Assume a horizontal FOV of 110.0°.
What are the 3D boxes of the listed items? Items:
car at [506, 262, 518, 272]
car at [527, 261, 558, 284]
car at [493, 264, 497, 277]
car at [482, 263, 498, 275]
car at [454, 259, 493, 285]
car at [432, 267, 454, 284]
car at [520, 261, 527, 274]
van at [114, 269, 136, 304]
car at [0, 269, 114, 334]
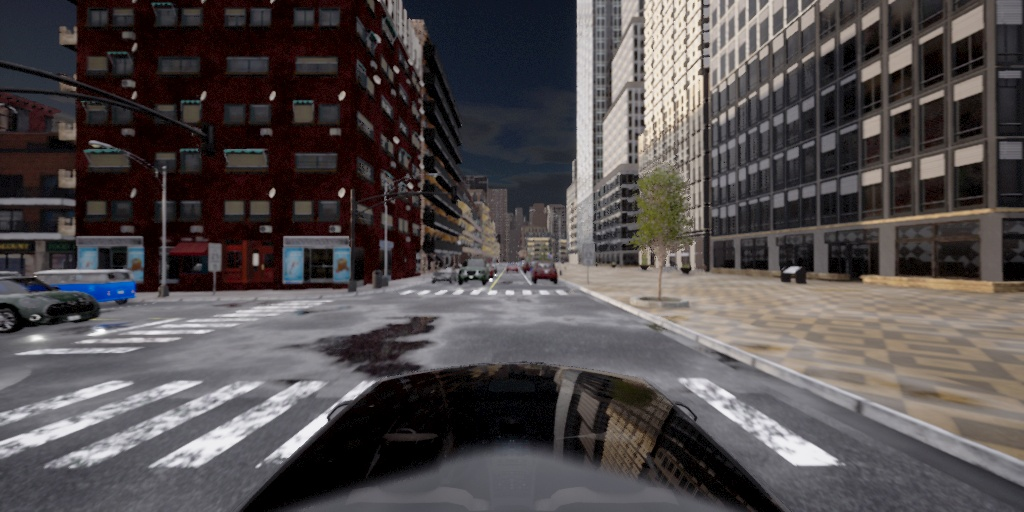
[{"bbox_3d":[0.055,1.945,59.760,1.994,1.385,4.181,0,-1,0],"label":"car"},{"bbox_3d":[2.716,1.365,30.559,2.192,1.841,5.009,0,0,0],"label":"car"},{"bbox_3d":[-3.057,1.500,39.450,2.097,1.767,4.553,0,-1,0],"label":"car"},{"bbox_3d":[-3.044,1.799,50.425,1.812,1.442,4.674,0,-1,0],"label":"car"},{"bbox_3d":[-3.059,1.262,29.633,2.150,2.045,5.566,0,-1,0],"label":"car"},{"bbox_3d":[-5.664,1.601,30.567,2.007,1.370,4.403,0,0,0],"label":"car"},{"bbox_3d":[2.738,1.613,52.663,2.192,1.841,5.009,0,0,0],"label":"car"},{"bbox_3d":[-20.753,1.550,17.339,3.998,1.789,1.690,0,0,0],"label":"van"},{"bbox_3d":[-16.426,1.453,11.594,4.553,1.767,2.097,-1,0,-1],"label":"car"}]
